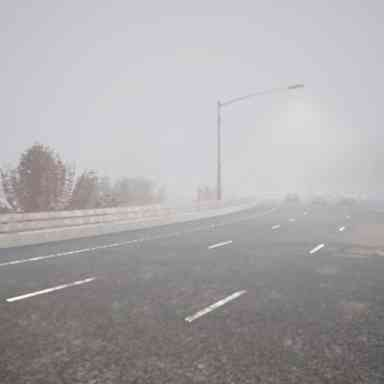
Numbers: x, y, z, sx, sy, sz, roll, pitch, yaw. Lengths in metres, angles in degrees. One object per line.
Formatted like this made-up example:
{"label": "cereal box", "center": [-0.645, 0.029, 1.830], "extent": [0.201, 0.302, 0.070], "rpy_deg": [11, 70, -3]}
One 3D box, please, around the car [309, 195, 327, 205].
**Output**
{"label": "car", "center": [17.777, 1.097, 46.959], "extent": [1.994, 1.385, 4.181], "rpy_deg": [0, 1, 14]}

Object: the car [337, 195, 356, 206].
{"label": "car", "center": [20.873, 1.072, 44.957], "extent": [1.812, 1.442, 4.674], "rpy_deg": [0, 0, 15]}

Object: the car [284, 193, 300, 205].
{"label": "car", "center": [14.563, 0.876, 48.588], "extent": [2.097, 1.767, 4.553], "rpy_deg": [0, 1, 14]}
